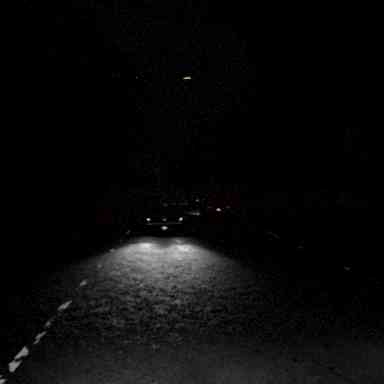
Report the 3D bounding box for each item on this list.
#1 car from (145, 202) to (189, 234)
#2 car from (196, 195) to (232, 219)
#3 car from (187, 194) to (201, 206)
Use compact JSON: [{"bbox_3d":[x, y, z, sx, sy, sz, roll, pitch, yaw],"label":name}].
[{"bbox_3d":[-1.367,1.218,16.934,1.895,1.301,4.718,-1,2,-4],"label":"car"},{"bbox_3d":[1.661,1.174,24.520,1.994,1.385,4.181,2,0,-4],"label":"car"},{"bbox_3d":[0.509,0.925,40.281,1.994,1.385,4.181,1,1,-4],"label":"car"}]
